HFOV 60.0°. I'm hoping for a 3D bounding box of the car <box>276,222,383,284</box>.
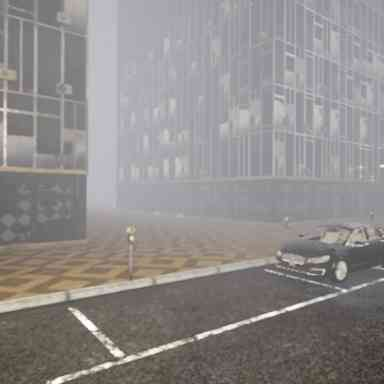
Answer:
[{"bbox_3d":[4.295,1.577,9.622,4.403,1.369,2.008,0,0,-36],"label":"car"}]
